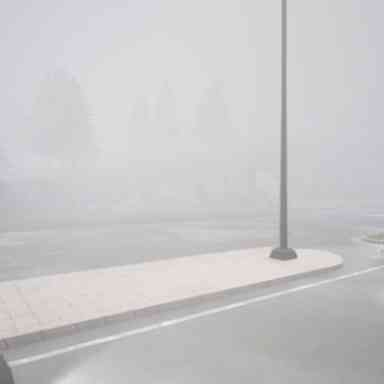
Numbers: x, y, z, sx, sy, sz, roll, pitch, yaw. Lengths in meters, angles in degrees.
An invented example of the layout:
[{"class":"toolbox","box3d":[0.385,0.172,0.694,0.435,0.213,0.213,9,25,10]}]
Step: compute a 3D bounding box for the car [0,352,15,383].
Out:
[{"class":"car","box3d":[-3.057,1.558,1.566,4.181,1.385,1.994,0,0,-35]}]
